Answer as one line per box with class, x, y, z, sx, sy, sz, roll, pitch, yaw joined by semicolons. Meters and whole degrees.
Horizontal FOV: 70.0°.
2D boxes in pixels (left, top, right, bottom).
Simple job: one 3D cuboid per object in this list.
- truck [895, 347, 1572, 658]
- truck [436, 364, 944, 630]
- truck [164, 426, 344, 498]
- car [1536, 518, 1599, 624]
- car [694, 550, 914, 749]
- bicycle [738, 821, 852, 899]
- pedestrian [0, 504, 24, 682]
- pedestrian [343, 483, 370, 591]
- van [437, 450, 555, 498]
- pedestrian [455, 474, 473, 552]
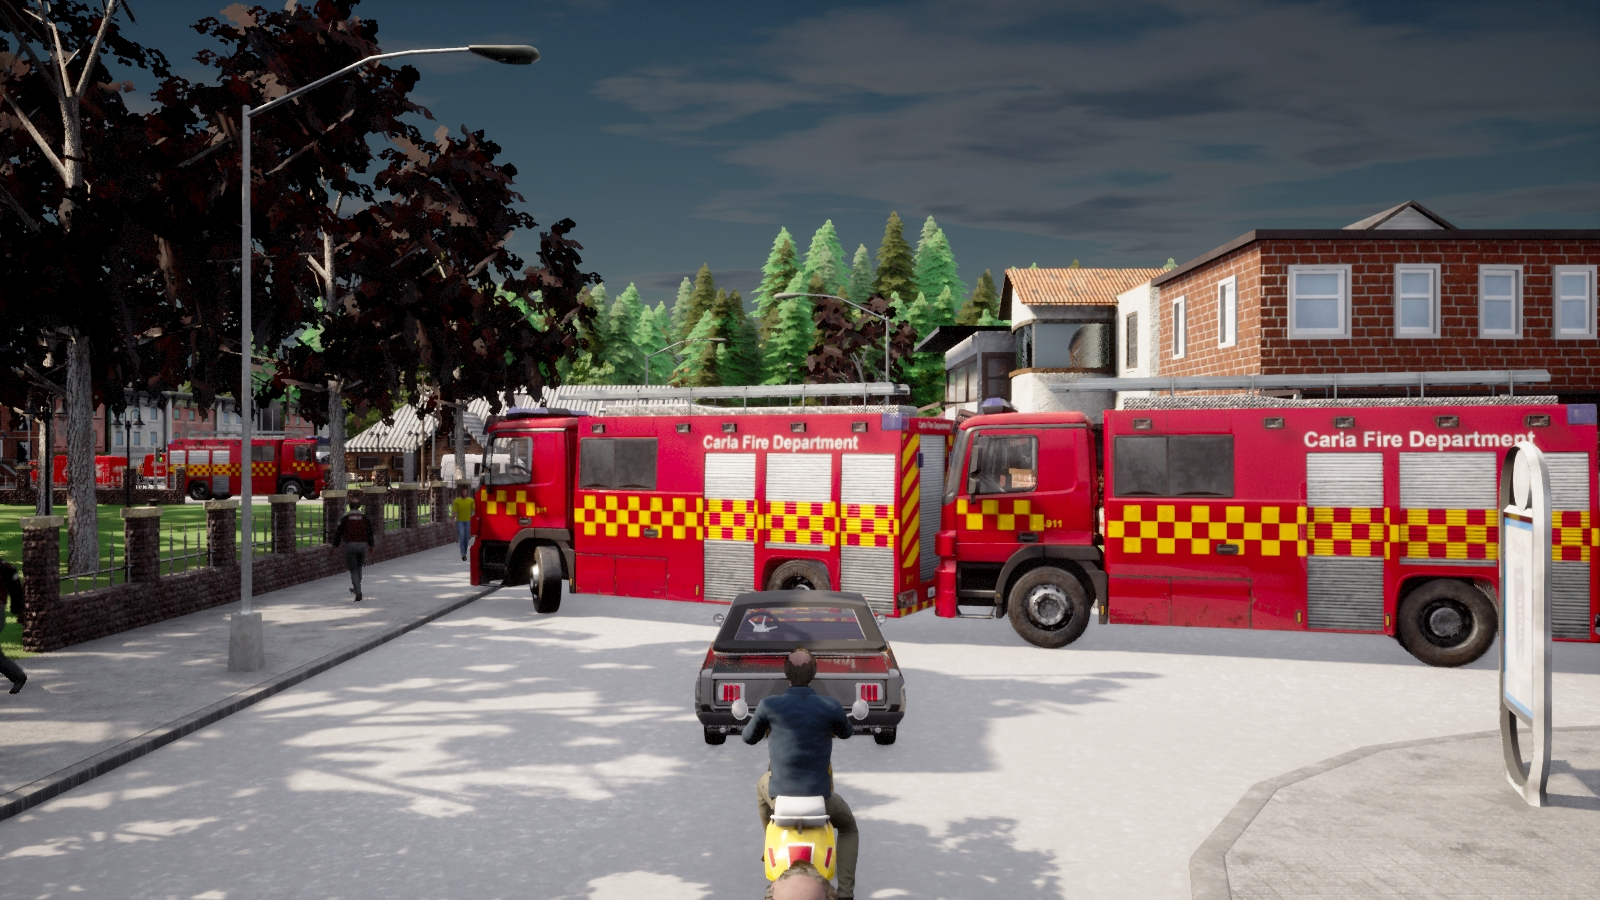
truck;5.847;0.661;16.647;8.468;3.827;2.891;0;0;17
truck;-2.039;0.664;19.658;8.468;3.827;2.891;0;0;27
truck;-29.853;0.645;62.699;8.468;3.827;2.891;0;0;1
car;14.227;1.835;17.290;4.792;1.488;2.163;0;0;0
car;0.033;1.930;12.217;1.895;1.301;4.718;0;0;0
bicycle;-0.015;1.938;3.086;0.329;1.271;1.835;0;0;0
pedestrian;-8.618;1.520;12.224;0.375;1.860;0.375;0;0;-3
pedestrian;-7.794;1.514;20.073;0.375;1.860;0.375;0;0;-31
van;-16.613;1.289;62.612;5.915;2.561;1.988;0;0;0
pedestrian;-8.141;1.514;27.664;0.375;1.860;0.375;0;0;-21
